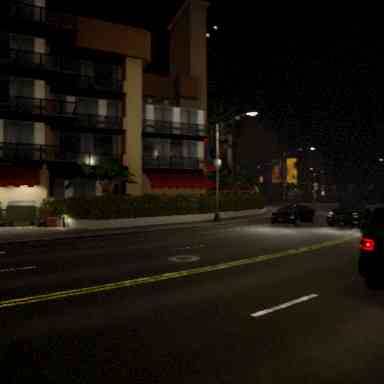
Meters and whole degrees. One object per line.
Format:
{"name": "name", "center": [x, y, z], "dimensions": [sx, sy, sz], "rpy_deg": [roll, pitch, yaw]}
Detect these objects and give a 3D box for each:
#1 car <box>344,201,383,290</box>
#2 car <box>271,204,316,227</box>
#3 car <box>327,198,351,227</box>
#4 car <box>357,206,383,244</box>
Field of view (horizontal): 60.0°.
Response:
{"name": "car", "center": [6.153, 1.280, 8.198], "dimensions": [5.566, 2.045, 2.150], "rpy_deg": [0, 0, -41]}
{"name": "car", "center": [7.671, 1.670, 24.875], "dimensions": [1.882, 1.535, 5.008], "rpy_deg": [0, -1, 39]}
{"name": "car", "center": [11.250, 1.526, 23.718], "dimensions": [2.097, 1.767, 4.553], "rpy_deg": [-1, 0, 38]}
{"name": "car", "center": [10.307, 1.600, 17.168], "dimensions": [1.882, 1.535, 5.008], "rpy_deg": [0, 0, 43]}
